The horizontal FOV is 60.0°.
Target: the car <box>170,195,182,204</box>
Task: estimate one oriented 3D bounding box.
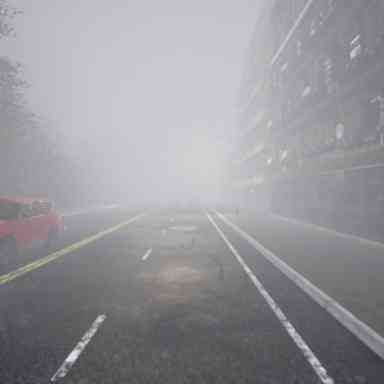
[{"bbox_3d":[-3.292,1.630,65.009,2.128,1.511,4.902,0,0,0],"label":"car"}]

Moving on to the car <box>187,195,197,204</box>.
[{"bbox_3d":[-0.042,1.631,65.012,2.128,1.511,4.902,0,0,0],"label":"car"}]

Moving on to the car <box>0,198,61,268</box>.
[{"bbox_3d":[-6.555,1.243,11.671,2.150,2.045,5.566,0,0,0],"label":"car"}]

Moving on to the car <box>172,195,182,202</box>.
[{"bbox_3d":[-3.299,1.512,75.433,2.128,1.511,4.902,0,0,0],"label":"car"}]

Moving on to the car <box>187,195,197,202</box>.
[{"bbox_3d":[-0.049,1.512,75.435,2.128,1.511,4.902,0,0,0],"label":"car"}]
